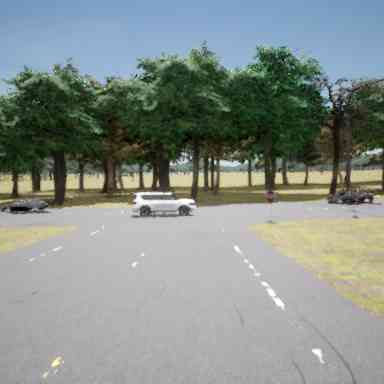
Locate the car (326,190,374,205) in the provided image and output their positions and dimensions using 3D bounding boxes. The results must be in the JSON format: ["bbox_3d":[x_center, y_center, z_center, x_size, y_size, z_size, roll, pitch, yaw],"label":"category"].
[{"bbox_3d":[17.190,0.630,36.268,4.892,1.490,1.837,-3,3,0],"label":"car"}]

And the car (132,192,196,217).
[{"bbox_3d":[-2.446,1.037,29.201,5.566,2.045,2.150,-1,2,-1],"label":"car"}]

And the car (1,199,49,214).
[{"bbox_3d":[-18.103,1.533,36.095,4.902,1.511,2.128,-1,3,0],"label":"car"}]
